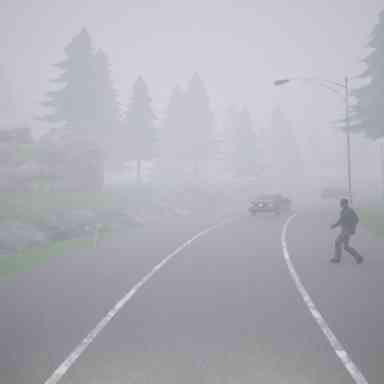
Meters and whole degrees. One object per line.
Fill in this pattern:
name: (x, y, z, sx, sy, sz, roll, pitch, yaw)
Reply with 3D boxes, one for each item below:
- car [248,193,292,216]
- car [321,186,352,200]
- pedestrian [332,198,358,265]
car: (5.469, 0.783, 22.891, 2.033, 1.411, 5.357, -2, 1, 28)
car: (16.676, 0.027, 38.290, 4.902, 1.511, 2.128, -3, -1, -43)
pedestrian: (4.125, 0.992, 8.923, 0.375, 1.860, 0.375, 5, -3, 11)
